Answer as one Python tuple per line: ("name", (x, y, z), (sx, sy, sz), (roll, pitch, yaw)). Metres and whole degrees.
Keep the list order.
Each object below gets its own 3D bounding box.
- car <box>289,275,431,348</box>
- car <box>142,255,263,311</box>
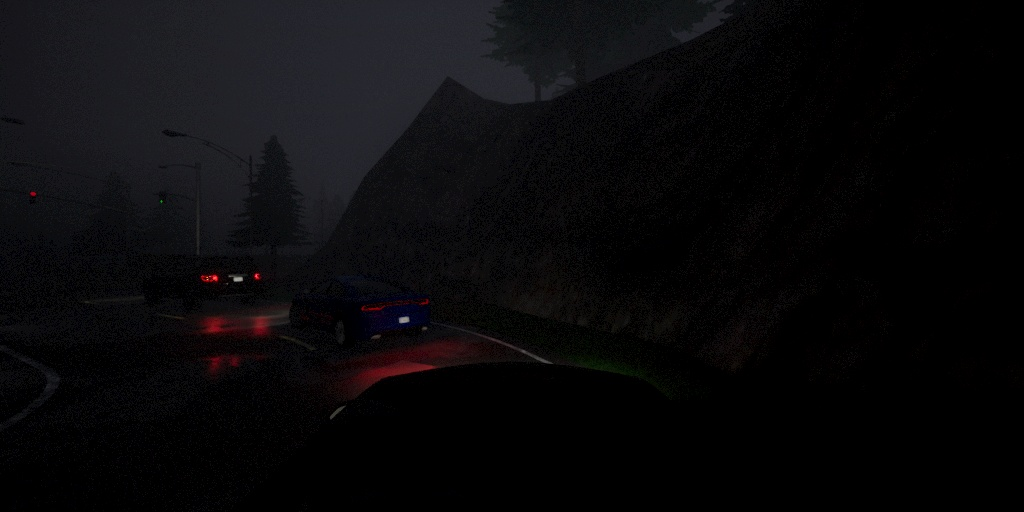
("car", (-4.129, 1.226, 9.418), (5.008, 1.535, 1.882), (0, 0, 43))
("car", (-12.648, 0.969, 14.647), (5.566, 2.045, 2.150), (0, 0, 27))
